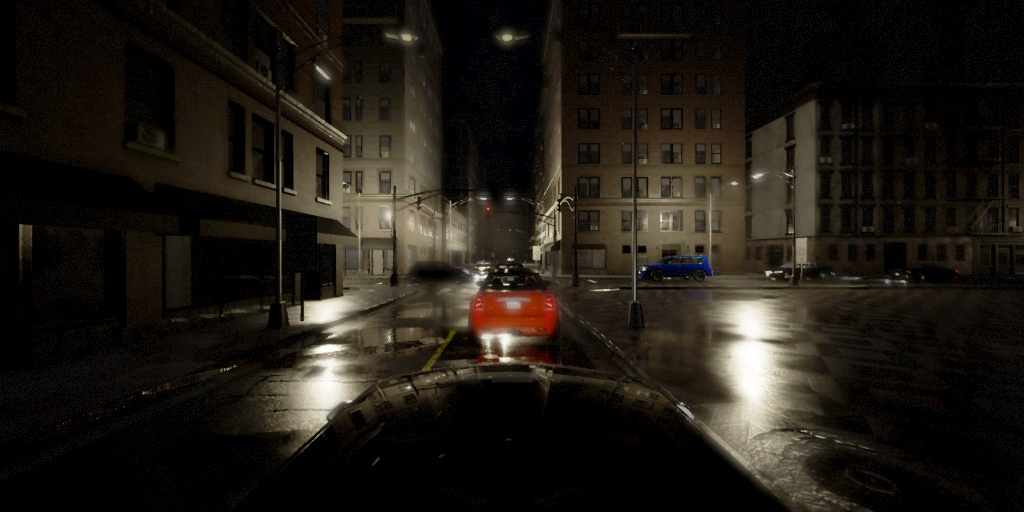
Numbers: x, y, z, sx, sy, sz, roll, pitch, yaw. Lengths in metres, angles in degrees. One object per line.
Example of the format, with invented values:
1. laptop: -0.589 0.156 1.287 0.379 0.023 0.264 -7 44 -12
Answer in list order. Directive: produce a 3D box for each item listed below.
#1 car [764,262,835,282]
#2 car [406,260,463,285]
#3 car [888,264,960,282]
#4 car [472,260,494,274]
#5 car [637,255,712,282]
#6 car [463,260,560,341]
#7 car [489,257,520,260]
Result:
1. car: 22.979 1.247 28.767 4.902 1.511 2.128 0 0 -1
2. car: -4.964 1.100 25.276 4.553 1.767 2.097 0 0 -1
3. car: 33.034 1.320 28.851 4.181 1.385 1.994 0 0 0
4. car: -3.229 1.239 41.295 2.128 1.511 4.902 0 0 0
5. car: 12.957 0.975 28.663 5.566 2.045 2.150 0 0 -1
6. car: 0.046 1.102 9.980 2.097 1.767 4.553 0 0 0
7. car: -0.185 1.101 18.901 2.097 1.767 4.553 0 0 -3
